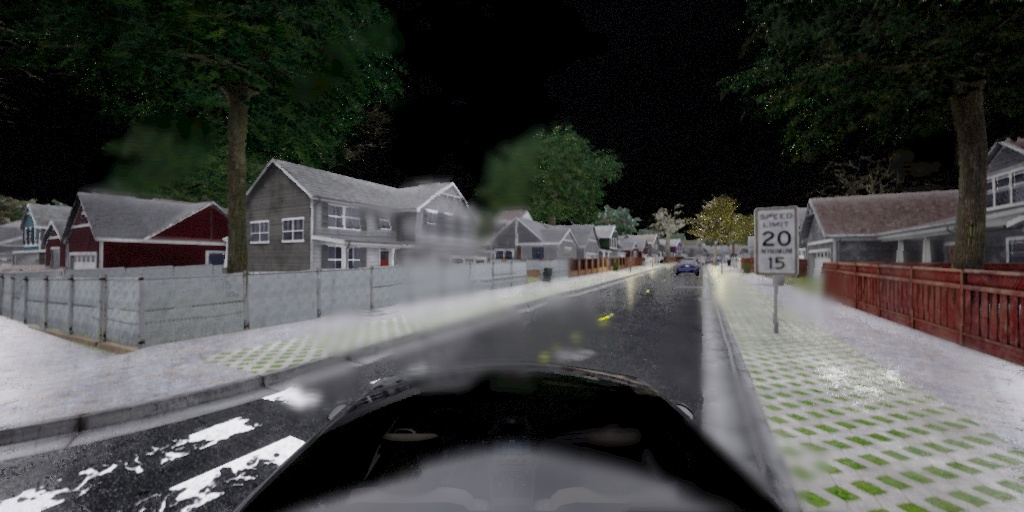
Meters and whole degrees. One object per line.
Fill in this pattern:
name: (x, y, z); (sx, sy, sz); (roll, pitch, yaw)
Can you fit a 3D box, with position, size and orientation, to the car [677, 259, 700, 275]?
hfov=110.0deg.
car: (18.829, 1.069, 38.281); (2.097, 1.767, 4.553); (0, 0, 28)
